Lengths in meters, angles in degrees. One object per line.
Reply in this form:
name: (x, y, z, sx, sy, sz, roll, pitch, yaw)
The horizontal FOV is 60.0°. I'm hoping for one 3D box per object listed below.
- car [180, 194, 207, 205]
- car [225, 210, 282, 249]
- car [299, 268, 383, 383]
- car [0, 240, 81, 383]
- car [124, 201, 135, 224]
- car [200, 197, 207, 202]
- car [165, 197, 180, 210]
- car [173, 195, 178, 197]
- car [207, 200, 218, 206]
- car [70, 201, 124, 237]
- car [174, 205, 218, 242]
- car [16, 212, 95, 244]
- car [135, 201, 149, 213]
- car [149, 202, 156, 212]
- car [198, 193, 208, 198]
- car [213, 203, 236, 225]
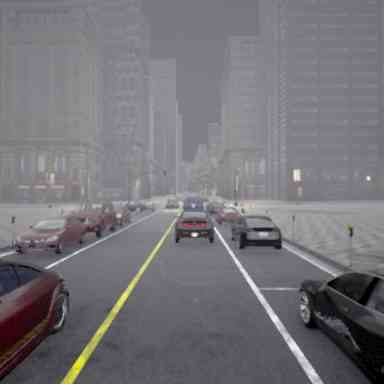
car: (0.144, 1.509, 35.112, 2.150, 2.045, 5.566, 0, 0, 0)
car: (2.782, 1.701, 14.995, 1.947, 1.339, 4.313, 0, 0, 0)
car: (2.768, 1.605, 4.197, 1.947, 1.339, 4.313, 0, -1, 0)
car: (-3.096, 1.602, 4.066, 1.994, 1.385, 4.181, 0, -1, 0)
car: (-5.730, 1.653, 24.650, 1.967, 1.590, 4.097, 0, 0, 0)
car: (3.176, 2.079, 92.821, 1.887, 1.381, 4.507, 0, 0, 0)
car: (-2.938, 1.947, 50.647, 1.994, 1.385, 4.181, 0, 0, 0)
car: (-5.391, 2.063, 87.344, 1.887, 1.381, 4.507, 0, 0, 0)
car: (2.811, 1.863, 36.596, 1.947, 1.339, 4.313, 0, 0, 0)
car: (-5.737, 1.487, 19.350, 2.192, 1.841, 5.009, 0, 0, 0)
car: (0.121, 1.658, 17.159, 1.837, 1.490, 4.892, 0, -1, 0)
car: (-5.744, 1.708, 14.047, 1.802, 1.307, 4.206, 0, -1, 0)
car: (-7.450, 1.694, 38.056, 4.403, 1.369, 2.008, -1, 0, -9)
car: (-5.705, 1.923, 43.977, 1.802, 1.307, 4.206, 0, 0, 0)
car: (3.135, 1.834, 87.281, 2.192, 1.841, 5.009, 0, 0, 0)
car: (2.797, 1.805, 25.794, 1.802, 1.307, 4.206, 0, 0, 0)
